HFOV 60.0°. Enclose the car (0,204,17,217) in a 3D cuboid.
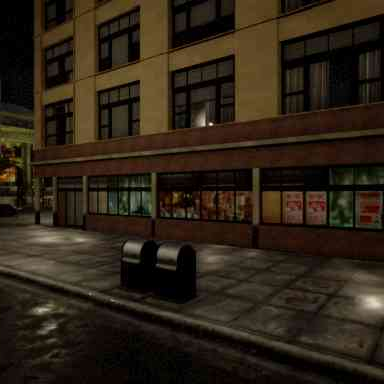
[{"bbox_3d":[-18.068,1.352,29.373,2.097,1.767,4.553,0,0,36],"label":"car"}]
